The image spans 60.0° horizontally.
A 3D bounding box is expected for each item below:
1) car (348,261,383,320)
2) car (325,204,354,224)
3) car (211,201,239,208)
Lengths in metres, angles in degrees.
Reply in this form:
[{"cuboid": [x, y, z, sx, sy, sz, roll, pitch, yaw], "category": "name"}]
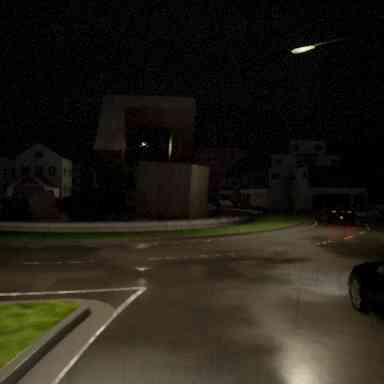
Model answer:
[{"cuboid": [3.913, 1.568, 4.772, 1.812, 1.442, 4.674, 0, 0, 5], "category": "car"}, {"cuboid": [11.940, 1.717, 27.014, 2.128, 1.511, 4.902, 0, 0, 20], "category": "car"}, {"cuboid": [4.797, 1.949, 48.303, 1.994, 1.385, 4.181, 0, -1, -44], "category": "car"}]
